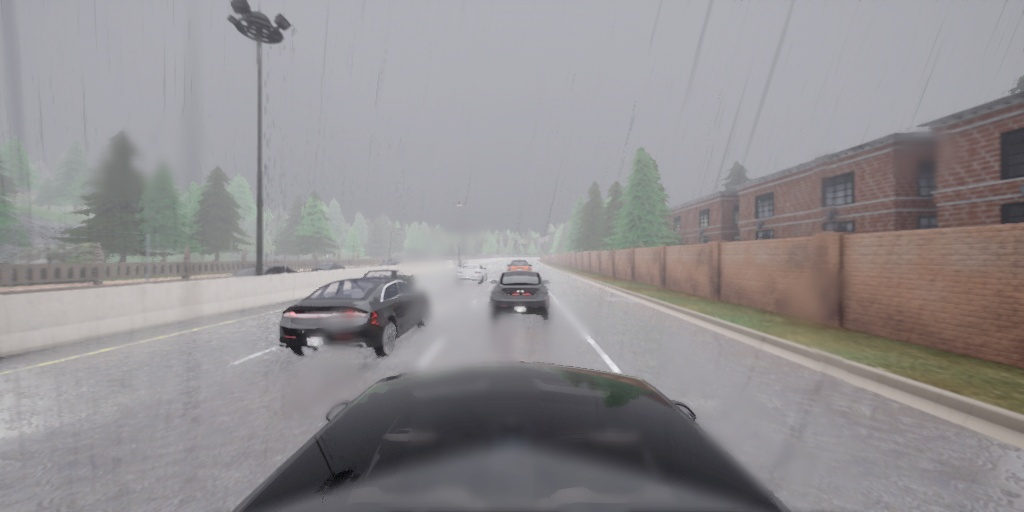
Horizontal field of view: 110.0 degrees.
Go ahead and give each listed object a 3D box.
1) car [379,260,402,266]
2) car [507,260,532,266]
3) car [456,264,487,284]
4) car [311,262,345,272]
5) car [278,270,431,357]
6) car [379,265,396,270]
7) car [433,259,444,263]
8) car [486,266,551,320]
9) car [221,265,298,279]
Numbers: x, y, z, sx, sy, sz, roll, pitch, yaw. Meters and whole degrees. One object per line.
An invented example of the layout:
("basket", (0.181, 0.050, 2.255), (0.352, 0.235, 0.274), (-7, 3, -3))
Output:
("car", (-16.618, 1.268, 49.289), (2.128, 1.511, 4.902), (0, 0, 2))
("car", (0.646, 1.109, 30.536), (2.097, 1.767, 4.553), (0, 0, 1))
("car", (-2.940, 1.285, 26.869), (1.812, 1.442, 4.674), (0, 0, 1))
("car", (-20.343, 1.341, 39.797), (1.994, 1.385, 4.181), (0, 0, 1))
("car", (-3.288, 1.246, 8.527), (2.128, 1.511, 4.902), (0, 0, 1))
("car", (-6.580, 1.361, 19.019), (1.895, 1.301, 4.718), (0, 0, 1))
("car", (-12.863, 1.300, 64.013), (1.882, 1.535, 5.008), (0, 0, 0))
("car", (0.294, 1.257, 12.564), (1.837, 1.490, 4.892), (0, 0, 1))
("car", (-13.762, 1.272, 19.773), (1.837, 1.490, 4.892), (0, 0, 1))
